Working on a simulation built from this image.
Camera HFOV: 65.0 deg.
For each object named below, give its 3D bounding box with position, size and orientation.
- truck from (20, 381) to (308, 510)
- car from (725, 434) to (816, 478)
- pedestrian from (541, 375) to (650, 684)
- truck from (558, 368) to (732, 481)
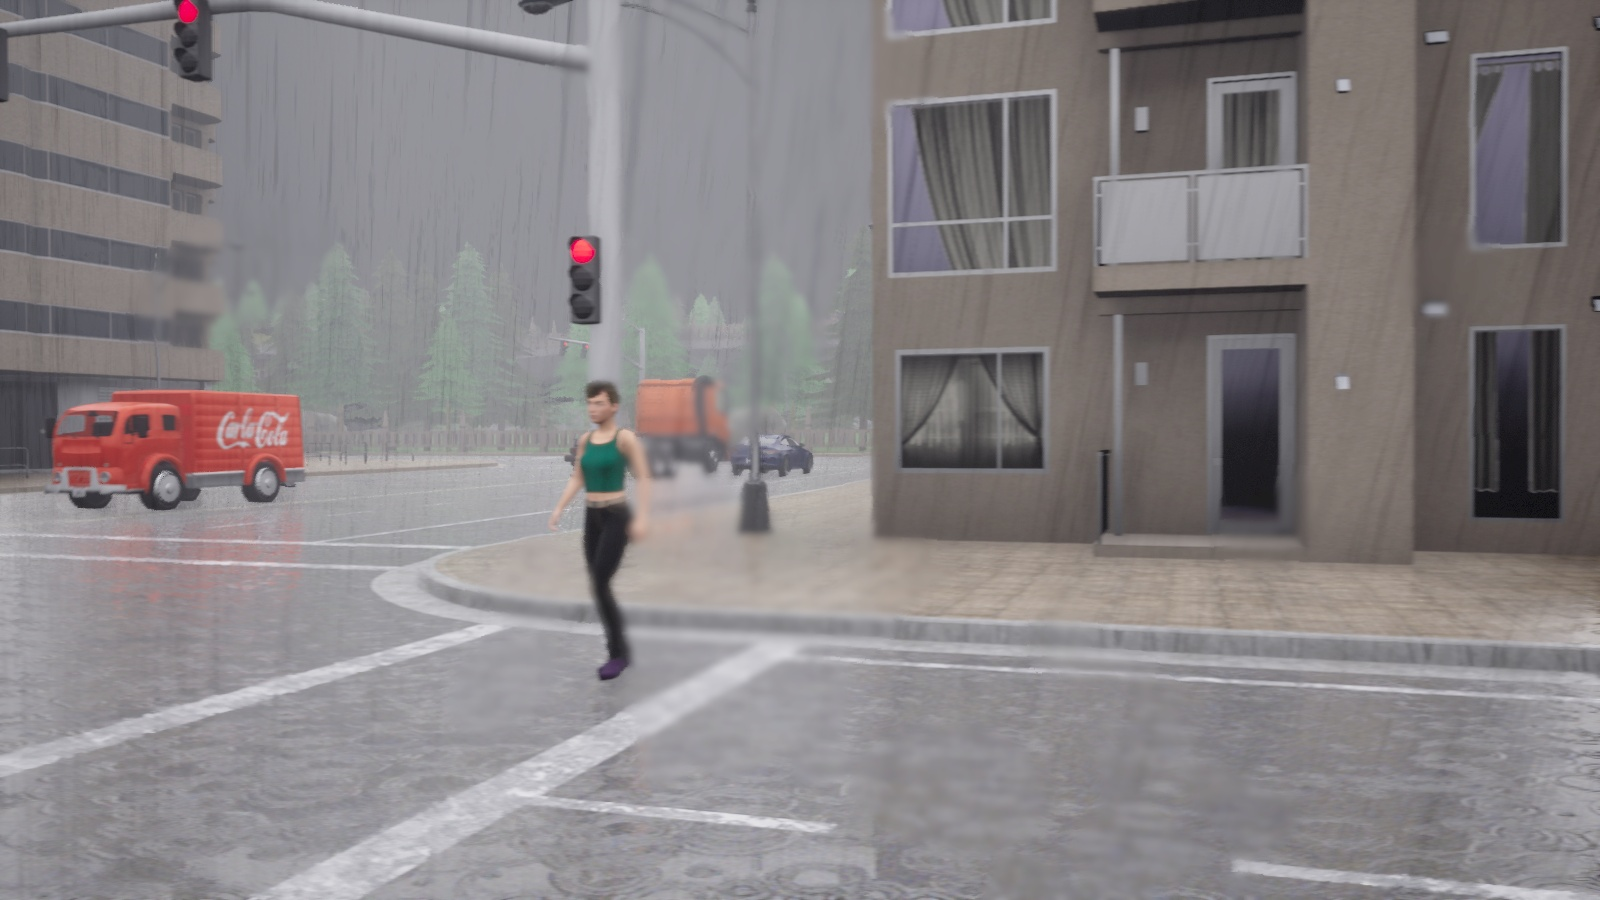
[{"bbox_3d":[-13.401,-0.138,26.939,2.627,2.467,5.204,0,1,17],"label":"truck"},{"bbox_3d":[-0.971,0.154,43.862,1.812,1.442,4.674,0,1,17],"label":"car"},{"bbox_3d":[-1.265,0.467,7.788,0.345,1.836,0.594,1,1,37],"label":"pedestrian"},{"bbox_3d":[-5.013,-0.848,42.562,2.891,3.462,7.936,0,1,17],"label":"truck"}]
